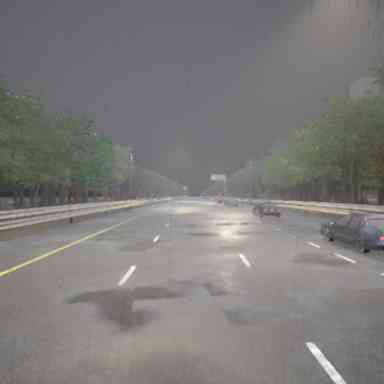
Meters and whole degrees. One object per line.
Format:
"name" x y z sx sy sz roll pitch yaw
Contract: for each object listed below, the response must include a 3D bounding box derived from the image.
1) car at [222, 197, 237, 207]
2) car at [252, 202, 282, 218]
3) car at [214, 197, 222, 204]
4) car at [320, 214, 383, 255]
"car" 7.179 1.997 61.282 2.033 1.411 5.357 0 -1 0
"car" 7.041 1.693 31.690 2.033 1.411 5.357 0 0 0
"car" 7.352 2.061 84.263 2.097 1.767 4.553 0 -1 1
"car" 7.004 1.577 13.437 2.033 1.411 5.357 0 0 0
